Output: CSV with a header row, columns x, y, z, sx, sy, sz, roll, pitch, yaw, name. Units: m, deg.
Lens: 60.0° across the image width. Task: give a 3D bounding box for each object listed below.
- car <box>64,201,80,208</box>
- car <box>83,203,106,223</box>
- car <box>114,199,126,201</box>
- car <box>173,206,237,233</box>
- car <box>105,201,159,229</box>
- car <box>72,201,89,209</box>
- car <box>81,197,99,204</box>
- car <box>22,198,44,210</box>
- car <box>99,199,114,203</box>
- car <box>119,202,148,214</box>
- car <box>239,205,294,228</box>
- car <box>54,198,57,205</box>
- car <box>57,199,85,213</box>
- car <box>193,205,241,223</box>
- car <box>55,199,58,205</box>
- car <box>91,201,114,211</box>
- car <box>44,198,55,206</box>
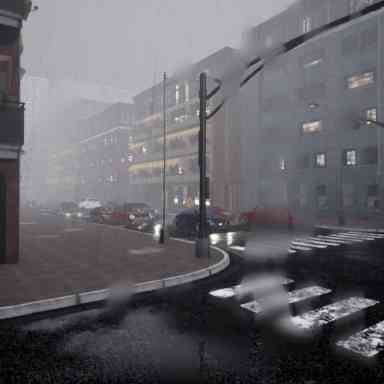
x,y,z,sx,sy,sz,roll,pitch,yaw,name
-23.463,2.376,64.955,1.947,1.339,4.313,-1,0,-35,car
-7.576,1.904,28.624,1.802,1.307,4.206,-1,0,-35,car
-4.671,1.661,28.796,2.097,1.767,4.553,0,-1,-35,car
0.545,1.759,21.371,1.994,1.385,4.181,0,-1,-35,car
-4.389,1.694,24.083,1.967,1.590,4.097,-1,0,-35,car
-20.274,2.325,60.414,1.802,1.307,4.206,-1,0,-35,car
-15.391,1.813,49.206,2.150,2.045,5.566,0,-1,-35,car
-26.713,2.170,55.868,1.967,1.590,4.097,-1,0,-35,car
-10.711,1.855,46.793,2.192,1.841,5.009,-1,0,-35,car
-7.518,2.037,42.252,1.947,1.339,4.313,-1,0,-35,car
5.243,1.638,24.095,1.967,1.590,4.097,-1,0,-35,car
-26.653,2.428,69.495,2.008,1.369,4.403,-1,0,-35,car
-16.941,2.076,46.364,1.837,1.490,4.892,0,-1,-35,car
2.053,1.849,28.633,1.802,1.307,4.206,-1,0,-35,car
-22.519,2.270,59.332,1.812,1.442,4.674,0,-1,-35,car
-13.896,2.158,51.333,2.008,1.369,4.403,-1,0,-35,car
-33.035,2.327,78.577,2.192,1.841,5.009,-1,0,-35,car
